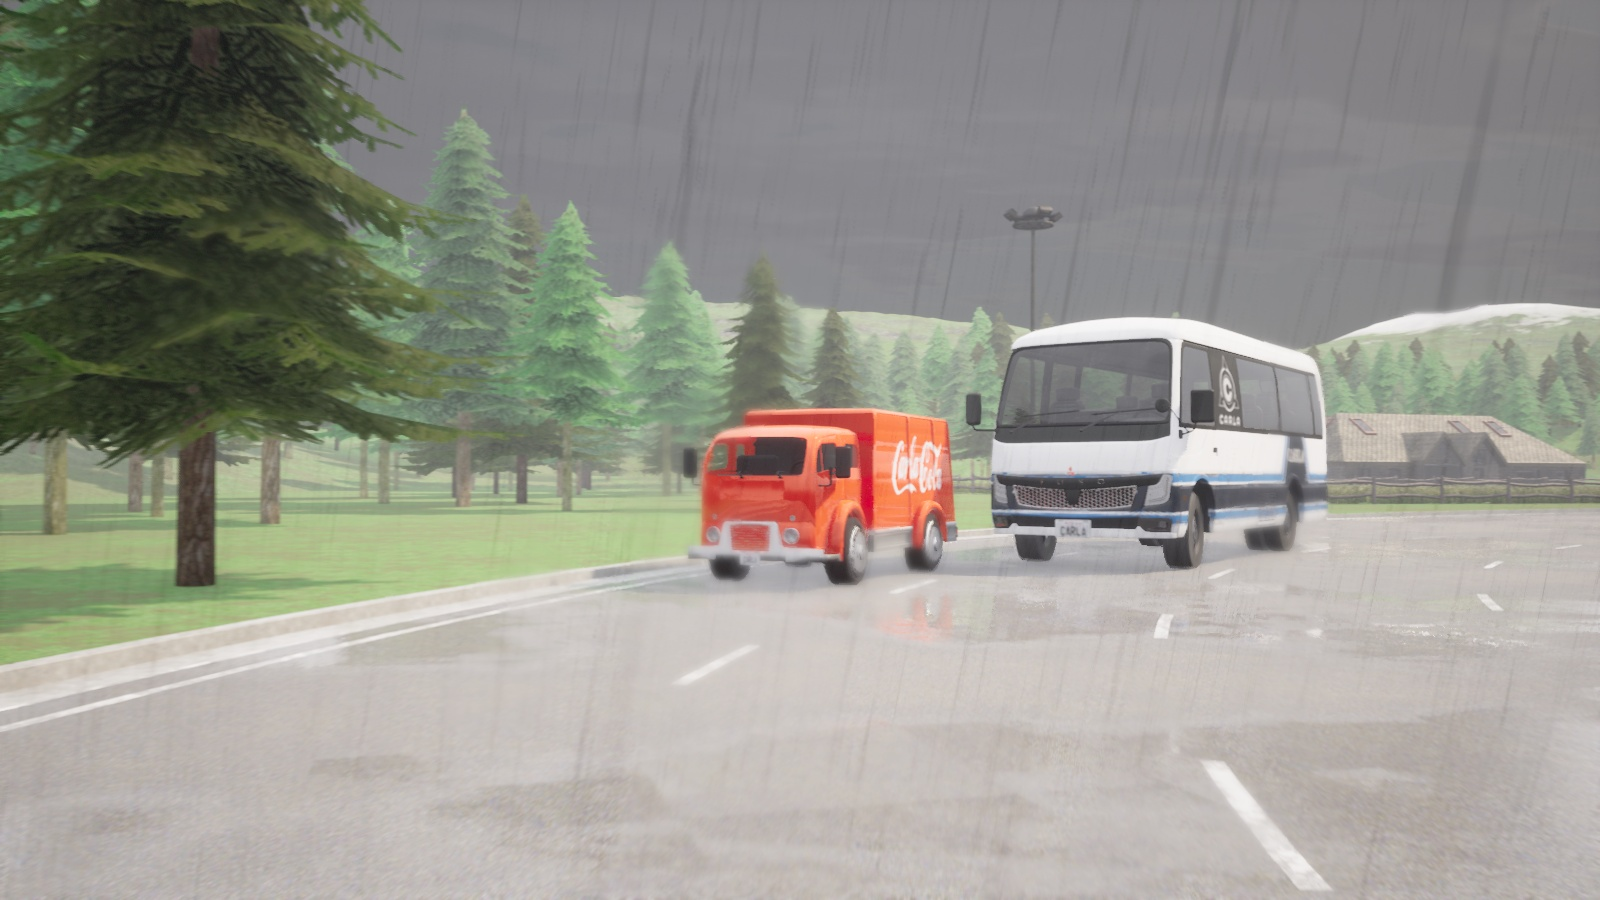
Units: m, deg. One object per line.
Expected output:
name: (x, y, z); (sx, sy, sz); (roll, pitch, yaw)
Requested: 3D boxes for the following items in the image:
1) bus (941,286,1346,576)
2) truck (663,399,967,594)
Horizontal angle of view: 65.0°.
bus: (6.964, -0.186, 23.696); (3.944, 4.253, 10.273); (-1, -1, 36)
truck: (0.442, 0.642, 18.829); (2.627, 2.467, 5.204); (-1, -1, 25)
